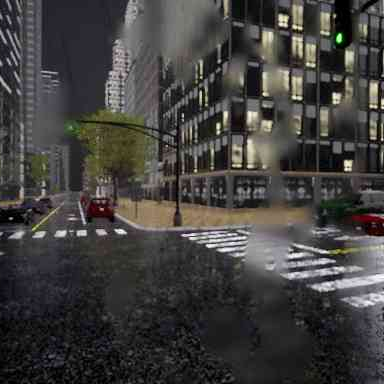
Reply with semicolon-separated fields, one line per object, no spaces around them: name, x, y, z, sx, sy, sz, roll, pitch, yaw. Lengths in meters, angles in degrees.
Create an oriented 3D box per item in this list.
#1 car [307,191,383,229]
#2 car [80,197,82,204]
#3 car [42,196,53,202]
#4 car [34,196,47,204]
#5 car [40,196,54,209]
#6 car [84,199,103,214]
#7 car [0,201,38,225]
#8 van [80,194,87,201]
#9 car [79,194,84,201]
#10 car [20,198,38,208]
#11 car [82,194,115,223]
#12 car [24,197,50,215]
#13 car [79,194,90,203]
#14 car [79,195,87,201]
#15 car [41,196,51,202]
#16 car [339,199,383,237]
car;9.172;0.965;18.529;5.566;2.045;2.150;-1;1;-20
car;-12.829;1.625;42.158;1.802;1.307;4.206;0;0;-19
car;-35.573;1.588;81.992;2.008;1.369;4.403;0;0;-19
car;-29.955;1.559;65.858;1.752;1.417;4.829;0;0;-19
car;-19.996;1.557;45.223;1.812;1.442;4.674;0;0;-19
car;-11.030;1.564;36.991;1.752;1.417;4.829;0;0;-19
car;-12.590;1.579;23.862;1.994;1.385;4.181;0;0;-18
van;-27.668;1.400;84.772;1.690;1.788;3.998;0;0;-19
car;-20.249;1.369;63.465;2.192;1.841;5.009;0;0;-19
car;-24.449;1.593;50.044;1.947;1.339;4.313;0;0;-19
car;-7.266;1.345;26.177;2.192;1.841;5.009;0;0;-19
car;-16.029;1.570;33.791;2.033;1.411;5.357;0;0;-19
car;-23.959;1.372;74.118;2.192;1.841;5.009;0;0;-19
car;-29.522;1.500;90.099;1.967;1.590;4.097;0;0;-19
car;-33.718;1.618;76.668;1.802;1.307;4.206;0;0;-19
car;9.535;1.257;15.199;5.008;1.535;1.882;-1;1;-20
